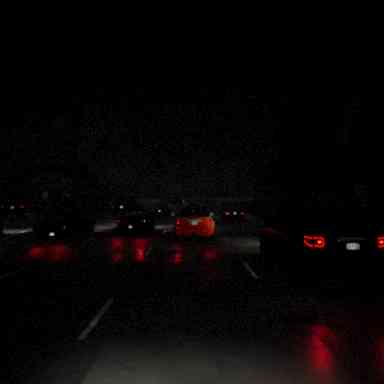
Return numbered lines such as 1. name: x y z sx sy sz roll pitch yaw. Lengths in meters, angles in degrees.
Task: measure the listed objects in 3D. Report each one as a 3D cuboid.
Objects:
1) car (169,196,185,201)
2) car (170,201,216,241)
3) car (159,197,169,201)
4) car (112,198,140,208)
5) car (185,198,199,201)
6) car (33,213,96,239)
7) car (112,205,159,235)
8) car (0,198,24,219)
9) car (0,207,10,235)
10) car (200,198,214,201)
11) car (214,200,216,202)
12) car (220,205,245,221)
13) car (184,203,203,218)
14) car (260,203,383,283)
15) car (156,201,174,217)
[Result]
1. car: -3.419 2.103 78.947 2.150 2.045 5.566 0 -1 2
2. car: 0.113 1.557 18.247 2.097 1.767 4.553 0 -1 0
3. car: -6.920 2.418 78.945 2.033 1.411 5.357 0 -1 2
4. car: -6.876 1.613 35.088 2.150 2.045 5.566 0 -1 0
5. car: 0.067 2.347 78.155 1.882 1.535 5.008 0 -1 2
6. car: -6.887 1.809 18.574 1.895 1.301 4.718 0 -1 0
7. car: -3.386 1.756 20.577 1.812 1.442 4.674 0 -1 0
8. car: -18.317 1.595 33.497 2.150 2.045 5.566 0 -1 -33
9. car: -11.462 1.720 17.362 1.812 1.442 4.674 0 -1 -10
10. car: 3.567 2.409 78.151 2.033 1.411 5.357 0 -1 2
11. car: 5.046 2.439 88.428 1.837 1.490 4.892 0 -1 17
12. car: 3.621 1.889 30.554 2.033 1.411 5.357 0 -1 0
13. car: 0.126 1.970 36.366 1.994 1.385 4.181 0 -1 0
14. car: 3.607 1.336 10.126 2.150 2.045 5.566 0 -1 0
15. car: -3.375 1.972 36.576 1.994 1.385 4.181 0 -1 0
